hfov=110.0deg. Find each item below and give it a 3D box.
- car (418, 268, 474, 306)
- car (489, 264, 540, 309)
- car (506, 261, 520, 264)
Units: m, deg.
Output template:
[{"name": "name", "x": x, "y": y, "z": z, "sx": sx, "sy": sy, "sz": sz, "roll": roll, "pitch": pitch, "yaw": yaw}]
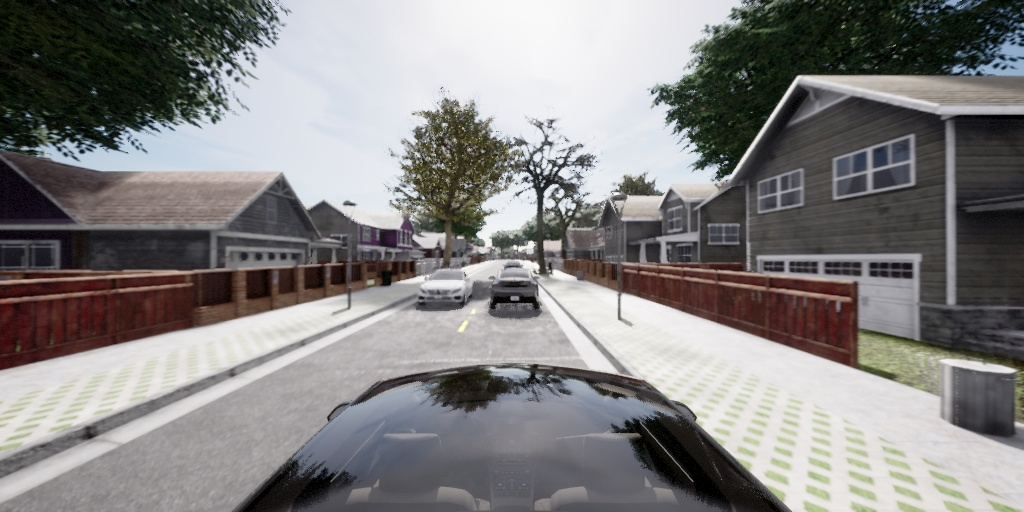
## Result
[{"name": "car", "x": -2.748, "y": 1.263, "z": 15.717, "sx": 1.812, "sy": 1.442, "sz": 4.674, "roll": 0, "pitch": 0, "yaw": 0}, {"name": "car", "x": 0.102, "y": 1.243, "z": 15.008, "sx": 1.837, "sy": 1.490, "sz": 4.892, "roll": 0, "pitch": 0, "yaw": 0}, {"name": "car", "x": 0.106, "y": 1.215, "z": 35.650, "sx": 1.837, "sy": 1.490, "sz": 4.892, "roll": 0, "pitch": 0, "yaw": 0}]
